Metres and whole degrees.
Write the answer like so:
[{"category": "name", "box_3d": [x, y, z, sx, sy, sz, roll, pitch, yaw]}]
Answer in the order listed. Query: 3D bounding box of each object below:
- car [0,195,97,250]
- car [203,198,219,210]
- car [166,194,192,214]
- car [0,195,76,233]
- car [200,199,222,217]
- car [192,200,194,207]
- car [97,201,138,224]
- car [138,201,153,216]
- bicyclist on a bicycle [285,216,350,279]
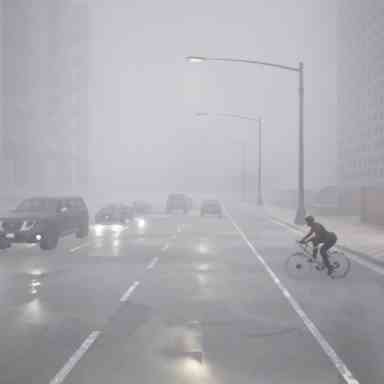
[{"category": "car", "box_3d": [-6.360, 1.223, 14.699, 2.150, 2.045, 5.566, 0, 0, 3]}, {"category": "car", "box_3d": [2.541, 1.563, 44.721, 1.994, 1.385, 4.181, 0, 0, 3]}, {"category": "car", "box_3d": [-1.482, 1.218, 36.175, 2.150, 2.045, 5.566, 0, 0, 3]}, {"category": "car", "box_3d": [-9.468, 1.223, 20.915, 2.150, 2.045, 5.566, 0, 0, 4]}, {"category": "car", "box_3d": [1.791, 1.489, 31.351, 2.128, 1.511, 4.902, 0, 0, 3]}, {"category": "car", "box_3d": [-0.839, 1.503, 47.997, 1.837, 1.490, 4.892, 0, 0, 4]}, {"category": "car", "box_3d": [-5.707, 1.563, 24.766, 1.994, 1.385, 4.181, 0, 0, 4]}, {"category": "car", "box_3d": [-5.257, 1.600, 33.329, 1.895, 1.301, 4.718, 0, 0, 4]}, {"category": "bicyclist on a bicycle", "box_3d": [3.228, 1.443, 8.598, 1.656, 1.620, 0.582, -2, 0, 3]}]
